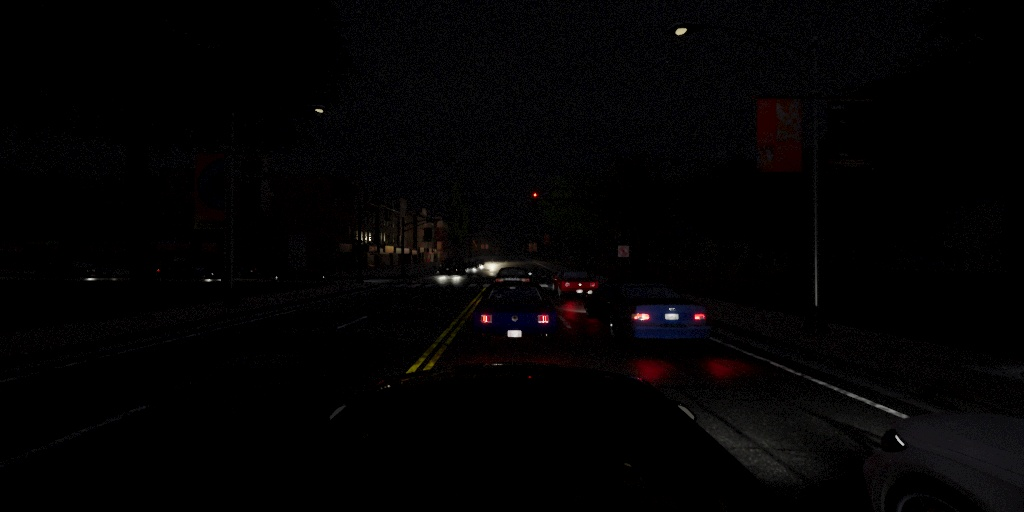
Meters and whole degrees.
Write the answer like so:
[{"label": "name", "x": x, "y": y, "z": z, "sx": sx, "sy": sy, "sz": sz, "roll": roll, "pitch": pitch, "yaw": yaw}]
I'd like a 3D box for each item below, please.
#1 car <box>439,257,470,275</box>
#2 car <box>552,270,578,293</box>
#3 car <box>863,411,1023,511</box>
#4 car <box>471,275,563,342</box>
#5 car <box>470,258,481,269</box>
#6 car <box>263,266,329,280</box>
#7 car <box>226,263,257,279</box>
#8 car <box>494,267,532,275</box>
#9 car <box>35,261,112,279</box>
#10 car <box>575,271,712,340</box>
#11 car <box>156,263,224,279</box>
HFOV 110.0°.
[{"label": "car", "x": -6.803, "y": 1.094, "z": 41.833, "sx": 2.150, "sy": 2.045, "sz": 5.566, "roll": 0, "pitch": 0, "yaw": 4}, {"label": "car", "x": 3.296, "y": 1.439, "z": 19.606, "sx": 1.895, "sy": 1.301, "sz": 4.718, "roll": 0, "pitch": 0, "yaw": 0}, {"label": "car", "x": 3.344, "y": 1.275, "z": 0.487, "sx": 1.812, "sy": 1.442, "sz": 4.674, "roll": 0, "pitch": 0, "yaw": 0}, {"label": "car", "x": 0.078, "y": 1.374, "z": 9.837, "sx": 1.895, "sy": 1.301, "sz": 4.718, "roll": 0, "pitch": 0, "yaw": 0}, {"label": "car", "x": -6.609, "y": 1.326, "z": 58.699, "sx": 1.994, "sy": 1.385, "sz": 4.181, "roll": 0, "pitch": 1, "yaw": 0}, {"label": "car", "x": -18.098, "y": 1.448, "z": 30.251, "sx": 4.718, "sy": 1.301, "sz": 1.895, "roll": 1, "pitch": 0, "yaw": 0}, {"label": "car", "x": -26.095, "y": 1.356, "z": 33.186, "sx": 4.181, "sy": 1.385, "sz": 1.994, "roll": 1, "pitch": 0, "yaw": 0}, {"label": "car", "x": 0.045, "y": 1.313, "z": 19.178, "sx": 1.882, "sy": 1.535, "sz": 5.008, "roll": 0, "pitch": 0, "yaw": 0}, {"label": "car", "x": -36.884, "y": 1.163, "z": 30.260, "sx": 5.008, "sy": 1.535, "sz": 1.882, "roll": 0, "pitch": 0, "yaw": 0}, {"label": "car", "x": 3.328, "y": 1.321, "z": 9.963, "sx": 2.033, "sy": 1.411, "sz": 5.357, "roll": 0, "pitch": 0, "yaw": 0}, {"label": "car", "x": -27.260, "y": 1.324, "z": 30.248, "sx": 4.181, "sy": 1.385, "sz": 1.994, "roll": 0, "pitch": 0, "yaw": 0}]
